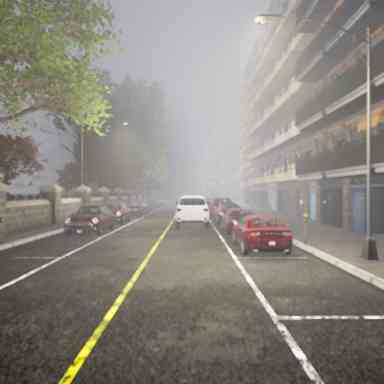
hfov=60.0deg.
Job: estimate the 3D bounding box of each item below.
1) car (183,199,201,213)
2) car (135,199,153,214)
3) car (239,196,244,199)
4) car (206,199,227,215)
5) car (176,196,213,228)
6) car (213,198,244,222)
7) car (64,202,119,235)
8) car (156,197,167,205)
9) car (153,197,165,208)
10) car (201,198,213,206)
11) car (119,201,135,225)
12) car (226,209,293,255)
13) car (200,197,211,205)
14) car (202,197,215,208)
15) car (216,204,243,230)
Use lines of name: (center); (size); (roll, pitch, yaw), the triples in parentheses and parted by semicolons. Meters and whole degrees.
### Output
car: (0.015, 1.660, 40.697); (2.033, 1.411, 5.357); (0, 0, 0)
car: (-5.766, 1.651, 35.815); (2.008, 1.369, 4.403); (0, 0, 0)
car: (14.419, 1.879, 91.004); (5.009, 1.841, 2.192); (1, -1, 0)
car: (2.613, 1.537, 35.834); (1.967, 1.590, 4.097); (0, 0, 0)
car: (0.048, 1.281, 22.936); (2.150, 2.045, 5.566); (0, 0, 0)
car: (2.638, 1.505, 24.573); (1.967, 1.590, 4.097); (0, 0, 0)
car: (-5.730, 1.491, 18.925); (1.967, 1.590, 4.097); (0, 0, 0)
car: (-5.829, 1.718, 63.796); (1.752, 1.417, 4.829); (0, 0, 0)
car: (-5.804, 1.678, 52.535); (1.752, 1.417, 4.829); (0, 0, 0)
car: (2.564, 1.736, 58.355); (1.947, 1.339, 4.313); (0, 0, 0)
car: (-5.743, 1.508, 24.554); (1.967, 1.590, 4.097); (0, 0, 0)
car: (2.663, 1.577, 13.313); (1.887, 1.381, 4.507); (0, 0, 0)
car: (2.551, 1.716, 64.156); (1.752, 1.417, 4.829); (0, 0, 0)
car: (2.576, 1.590, 52.725); (1.967, 1.590, 4.097); (0, 0, 0)
car: (2.650, 1.593, 18.944); (1.887, 1.381, 4.507); (0, 0, 0)
